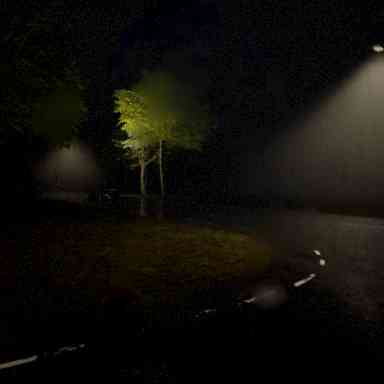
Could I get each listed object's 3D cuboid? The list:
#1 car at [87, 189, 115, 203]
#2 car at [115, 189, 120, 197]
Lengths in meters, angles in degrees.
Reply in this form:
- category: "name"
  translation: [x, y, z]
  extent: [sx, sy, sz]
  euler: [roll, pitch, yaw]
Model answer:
- category: "car"
  translation: [-12.140, 0.589, 43.366]
  extent: [1.837, 1.490, 4.892]
  euler: [-1, 2, -35]
- category: "car"
  translation: [-14.266, 0.142, 58.442]
  extent: [1.812, 1.442, 4.674]
  euler: [-1, 2, -35]
